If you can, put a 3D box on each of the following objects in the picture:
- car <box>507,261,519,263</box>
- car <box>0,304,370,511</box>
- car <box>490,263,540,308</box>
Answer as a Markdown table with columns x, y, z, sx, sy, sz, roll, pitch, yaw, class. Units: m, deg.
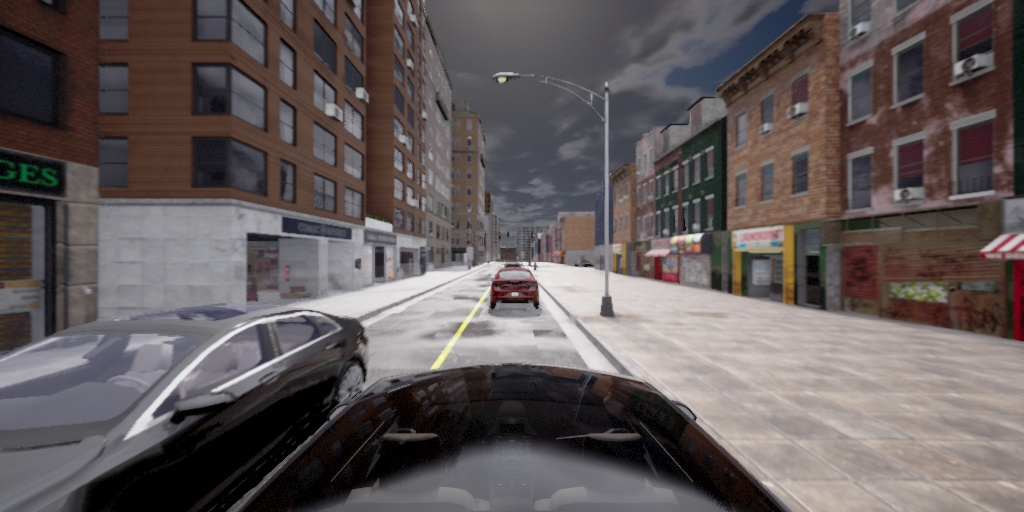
| x | y | z | sx | sy | sz | roll | pitch | yaw | class |
| --- | --- | --- | --- | --- | --- | --- | --- | --- | --- |
| 0.105 | 1.248 | 39.608 | 1.837 | 1.490 | 4.892 | 0 | 0 | 0 | car |
| -2.846 | 1.241 | 2.961 | 2.128 | 1.511 | 4.902 | 0 | 0 | 0 | car |
| 0.103 | 1.226 | 15.346 | 1.882 | 1.535 | 5.008 | 0 | 0 | 0 | car |
